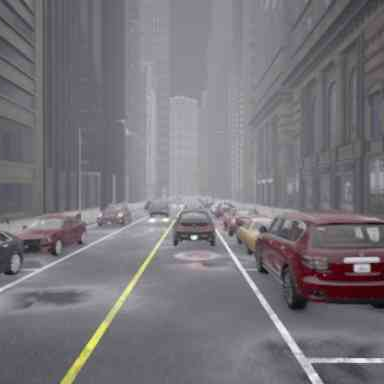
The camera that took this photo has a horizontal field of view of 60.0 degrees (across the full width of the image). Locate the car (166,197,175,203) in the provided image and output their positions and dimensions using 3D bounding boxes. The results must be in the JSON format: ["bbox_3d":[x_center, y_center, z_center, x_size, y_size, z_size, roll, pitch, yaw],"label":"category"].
[{"bbox_3d":[-5.665,2.124,86.680,2.008,1.369,4.403,-1,0,0],"label":"car"}]

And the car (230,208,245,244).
[{"bbox_3d":[2.850,1.624,13.738,1.752,1.417,4.829,-1,0,0],"label":"car"}]

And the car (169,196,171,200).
[{"bbox_3d":[-5.668,1.985,64.183,1.887,1.381,4.507,-1,0,0],"label":"car"}]

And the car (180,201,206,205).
[{"bbox_3d":[0.101,1.825,31.763,1.895,1.301,4.718,0,0,0],"label":"car"}]

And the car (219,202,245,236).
[{"bbox_3d":[2.850,1.577,19.192,1.967,1.590,4.097,-1,0,0],"label":"car"}]

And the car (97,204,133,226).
[{"bbox_3d":[-5.675,1.617,24.810,1.967,1.590,4.097,-1,0,0],"label":"car"}]

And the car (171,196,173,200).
[{"bbox_3d":[-5.668,2.019,69.806,1.887,1.381,4.507,-1,0,0],"label":"car"}]

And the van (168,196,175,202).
[{"bbox_3d":[-5.666,1.946,92.306,1.690,1.788,3.998,-1,0,0],"label":"van"}]

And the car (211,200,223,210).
[{"bbox_3d":[3.152,1.750,31.730,1.812,1.442,4.674,0,0,0],"label":"car"}]

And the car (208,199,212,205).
[{"bbox_3d":[3.153,1.798,38.730,1.812,1.442,4.674,0,0,0],"label":"car"}]

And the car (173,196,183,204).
[{"bbox_3d":[-2.992,2.072,73.427,1.895,1.301,4.718,0,0,0],"label":"car"}]

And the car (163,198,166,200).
[{"bbox_3d":[-5.670,1.913,52.933,1.887,1.381,4.507,-1,0,0],"label":"car"}]

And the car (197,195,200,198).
[{"bbox_3d":[2.860,2.118,86.684,1.887,1.381,4.507,-1,0,0],"label":"car"}]

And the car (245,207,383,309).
[{"bbox_3d":[2.847,1.373,7.945,2.192,1.841,5.009,-1,0,0],"label":"car"}]

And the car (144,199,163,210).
[{"bbox_3d":[-5.670,1.897,47.307,1.947,1.339,4.313,-1,0,0],"label":"car"}]

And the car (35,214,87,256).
[{"bbox_3d":[-5.675,1.642,13.561,1.887,1.381,4.507,-1,0,0],"label":"car"}]

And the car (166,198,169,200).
[{"bbox_3d":[-5.670,1.949,58.557,1.887,1.381,4.507,-1,0,0],"label":"car"}]

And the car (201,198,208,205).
[{"bbox_3d":[2.856,1.950,52.937,1.802,1.307,4.206,-1,0,0],"label":"car"}]

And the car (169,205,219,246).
[{"bbox_3d":[0.098,1.620,16.045,1.837,1.490,4.892,0,0,0],"label":"car"}]

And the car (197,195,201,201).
[{"bbox_3d":[2.859,2.059,75.435,2.008,1.369,4.403,-1,0,0],"label":"car"}]

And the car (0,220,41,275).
[{"bbox_3d":[-5.676,1.609,7.936,2.008,1.369,4.403,-1,0,0],"label":"car"}]

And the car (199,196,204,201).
[{"bbox_3d":[2.857,1.966,64.357,1.752,1.417,4.829,-1,0,0],"label":"car"}]

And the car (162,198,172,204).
[{"bbox_3d":[-5.667,2.059,75.431,2.008,1.369,4.403,-1,0,0],"label":"car"}]

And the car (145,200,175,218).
[{"bbox_3d":[-3.097,1.781,33.113,2.033,1.411,5.357,0,0,0],"label":"car"}]
